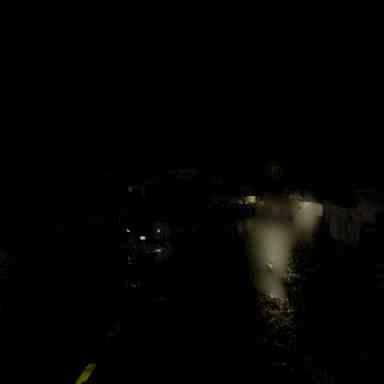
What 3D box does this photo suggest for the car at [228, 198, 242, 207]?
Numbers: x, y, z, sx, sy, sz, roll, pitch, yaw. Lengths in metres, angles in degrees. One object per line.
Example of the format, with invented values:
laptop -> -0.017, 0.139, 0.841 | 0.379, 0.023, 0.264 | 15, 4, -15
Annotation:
car -> 7.503, 1.788, 57.440 | 1.812, 1.442, 4.674 | 0, 0, 20

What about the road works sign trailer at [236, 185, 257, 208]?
road works sign trailer -> 8.172, 0.679, 51.203 | 2.380, 3.560, 2.880 | 0, 0, 20

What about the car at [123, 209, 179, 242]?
car -> -1.850, 1.592, 16.921 | 2.033, 1.411, 5.357 | 0, 0, 6
